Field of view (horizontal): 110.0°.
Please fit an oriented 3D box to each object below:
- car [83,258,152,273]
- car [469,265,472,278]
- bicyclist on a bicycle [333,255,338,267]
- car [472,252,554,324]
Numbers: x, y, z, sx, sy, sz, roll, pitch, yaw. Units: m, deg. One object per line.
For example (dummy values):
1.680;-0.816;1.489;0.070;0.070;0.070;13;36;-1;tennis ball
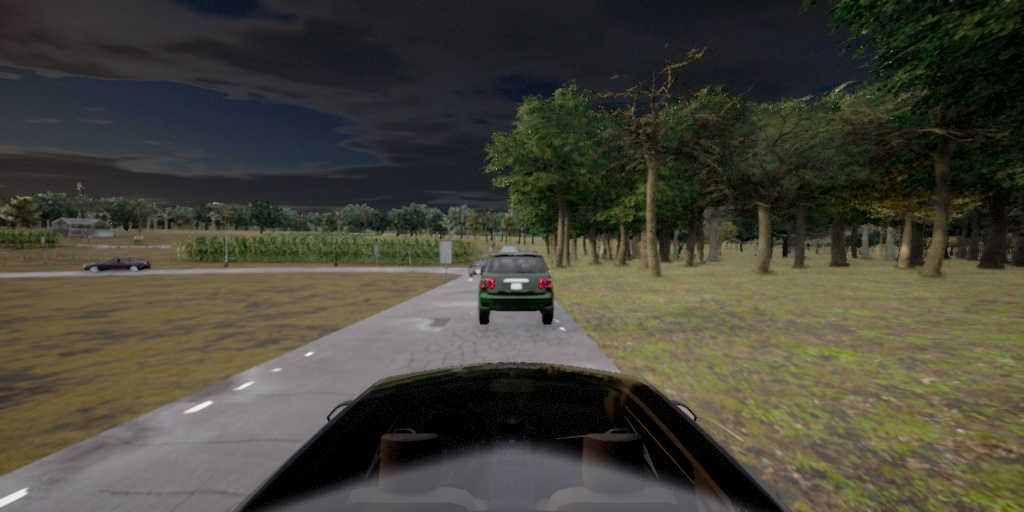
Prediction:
-41.164;0.910;37.514;4.892;1.490;1.837;0;2;-31;car
-2.765;1.142;32.415;2.128;1.511;4.902;0;0;0;car
-23.451;0.677;47.684;0.582;1.620;1.656;0;1;-11;bicyclist on a bicycle
0.103;0.949;12.060;2.150;2.045;5.566;0;-1;0;car
